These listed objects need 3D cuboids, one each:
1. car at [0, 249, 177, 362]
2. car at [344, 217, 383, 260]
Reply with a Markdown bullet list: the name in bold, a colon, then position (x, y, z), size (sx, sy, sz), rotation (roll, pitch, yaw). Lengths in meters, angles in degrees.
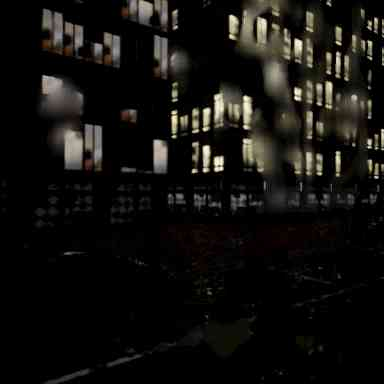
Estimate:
- **car**: position (-2.199, 1.582, 4.986), size (4.206, 1.307, 1.802), rotation (0, 0, -36)
- **car**: position (7.067, 1.544, 11.603), size (4.403, 1.369, 2.008), rotation (0, 0, -36)
